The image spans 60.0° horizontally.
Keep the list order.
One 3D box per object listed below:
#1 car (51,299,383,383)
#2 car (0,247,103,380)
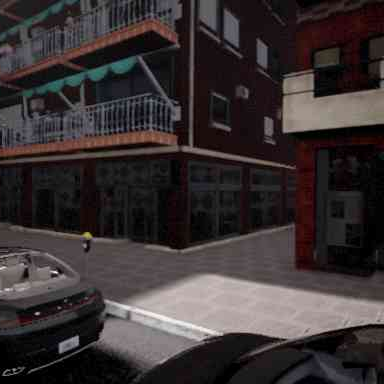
[{"bbox_3d":[1.340,1.566,1.905,4.313,1.339,1.947,0,1,36],"label":"car"},{"bbox_3d":[-3.219,1.548,5.163,4.403,1.369,2.008,0,1,36],"label":"car"}]
